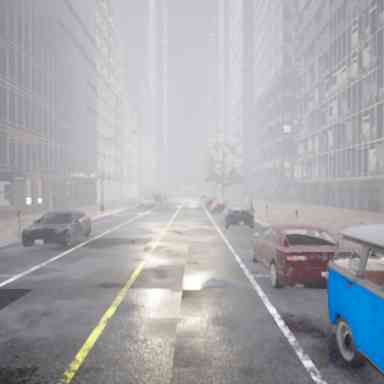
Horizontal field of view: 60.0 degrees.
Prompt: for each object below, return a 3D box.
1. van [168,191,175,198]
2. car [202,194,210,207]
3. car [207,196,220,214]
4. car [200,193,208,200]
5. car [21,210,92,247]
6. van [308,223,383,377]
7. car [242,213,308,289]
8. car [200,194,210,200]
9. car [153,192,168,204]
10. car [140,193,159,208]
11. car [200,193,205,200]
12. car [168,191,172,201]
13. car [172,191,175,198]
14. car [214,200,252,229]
[{"bbox_3d":[-5.691,0.668,94.242,1.690,1.788,3.998,0,0,0],"label":"van"},{"bbox_3d":[2.688,1.277,43.003,1.947,1.339,4.313,0,0,0],"label":"car"},{"bbox_3d":[2.687,1.372,31.621,1.802,1.307,4.206,0,0,0],"label":"car"},{"bbox_3d":[2.690,0.985,77.328,1.752,1.417,4.829,0,0,0],"label":"car"},{"bbox_3d":[-5.694,1.470,14.556,1.947,1.339,4.313,0,0,0],"label":"car"},{"bbox_3d":[2.686,1.320,3.157,1.690,1.788,3.998,0,0,0],"label":"van"},{"bbox_3d":[2.687,1.487,8.851,1.887,1.381,4.507,0,0,0],"label":"car"},{"bbox_3d":[2.690,1.054,71.464,2.008,1.369,4.403,0,0,0],"label":"car"},{"bbox_3d":[-5.693,0.944,54.398,2.192,1.841,5.009,0,0,0],"label":"car"},{"bbox_3d":[-5.692,1.237,42.847,1.752,1.417,4.829,0,0,0],"label":"car"},{"bbox_3d":[2.688,1.222,48.696,2.008,1.369,4.403,0,0,0],"label":"car"},{"bbox_3d":[-5.693,0.861,65.783,2.192,1.841,5.009,0,0,0],"label":"car"},{"bbox_3d":[-5.691,0.812,88.551,1.967,1.590,4.097,0,0,0],"label":"car"},{"bbox_3d":[2.687,1.417,20.235,2.008,1.369,4.403,0,0,0],"label":"car"}]
